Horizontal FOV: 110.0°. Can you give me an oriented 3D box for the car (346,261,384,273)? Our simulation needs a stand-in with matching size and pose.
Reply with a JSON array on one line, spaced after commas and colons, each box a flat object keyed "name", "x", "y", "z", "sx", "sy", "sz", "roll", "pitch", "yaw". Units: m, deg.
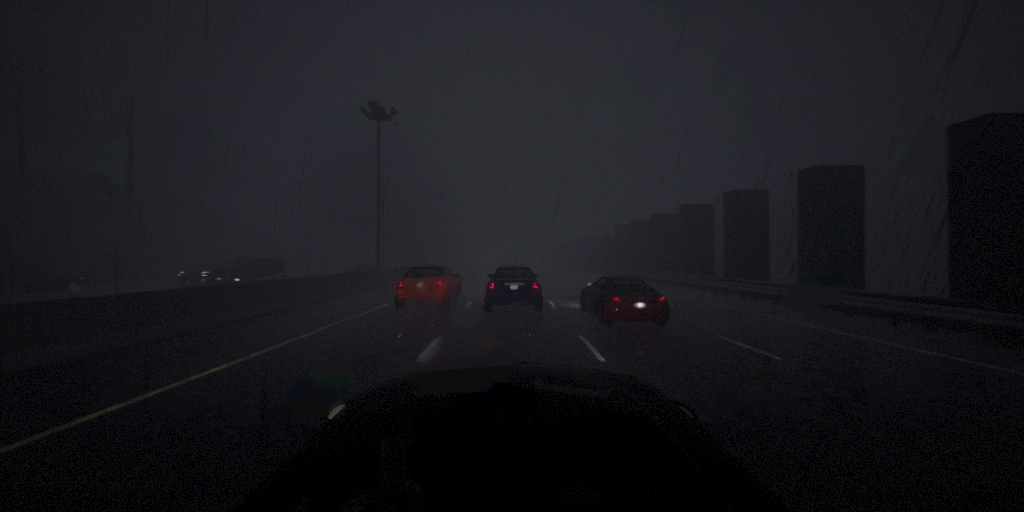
[{"name": "car", "x": -14.757, "y": 1.472, "z": 35.785, "sx": 1.895, "sy": 1.301, "sz": 4.718, "roll": 0, "pitch": 0, "yaw": -3}]

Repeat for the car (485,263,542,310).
[{"name": "car", "x": 0.046, "y": 1.152, "z": 15.008, "sx": 2.097, "sy": 1.767, "sz": 4.553, "roll": 0, "pitch": 0, "yaw": -1}]

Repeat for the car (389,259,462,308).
[{"name": "car", "x": -3.458, "y": 1.153, "z": 15.673, "sx": 2.097, "sy": 1.767, "sz": 4.553, "roll": 0, "pitch": 0, "yaw": -1}]

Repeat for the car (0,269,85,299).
[{"name": "car", "x": -24.704, "y": 1.364, "z": 18.129, "sx": 1.994, "sy": 1.385, "sz": 4.181, "roll": 0, "pitch": 0, "yaw": -1}]

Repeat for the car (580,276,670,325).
[{"name": "car", "x": 3.575, "y": 1.355, "z": 12.043, "sx": 1.994, "sy": 1.385, "sz": 4.181, "roll": 0, "pitch": 0, "yaw": 0}]

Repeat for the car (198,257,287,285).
[{"name": "car", "x": -17.843, "y": 1.051, "z": 24.492, "sx": 2.150, "sy": 2.045, "sz": 5.566, "roll": 0, "pitch": 0, "yaw": -2}]

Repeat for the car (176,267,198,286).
[{"name": "car", "x": -21.388, "y": 1.182, "z": 25.853, "sx": 2.097, "sy": 1.767, "sz": 4.553, "roll": 0, "pitch": 0, "yaw": -2}]

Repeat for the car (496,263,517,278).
[{"name": "car", "x": -0.621, "y": 1.448, "z": 37.273, "sx": 1.994, "sy": 1.385, "sz": 4.181, "roll": 0, "pitch": 0, "yaw": -3}]

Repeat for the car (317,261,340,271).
[{"name": "car", "x": -26.968, "y": 1.456, "z": 52.946, "sx": 1.812, "sy": 1.442, "sz": 4.674, "roll": 0, "pitch": 0, "yaw": -8}]

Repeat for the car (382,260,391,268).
[{"name": "car", "x": -21.121, "y": 1.462, "z": 60.381, "sx": 1.837, "sy": 1.490, "sz": 4.892, "roll": 0, "pitch": 0, "yaw": -10}]
